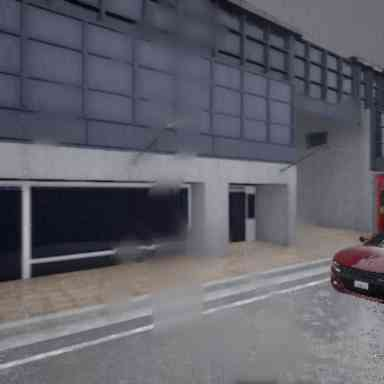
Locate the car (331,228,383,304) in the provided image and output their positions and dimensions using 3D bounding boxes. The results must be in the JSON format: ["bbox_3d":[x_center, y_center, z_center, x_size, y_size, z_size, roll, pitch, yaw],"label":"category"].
[{"bbox_3d":[5.211,1.469,7.646,5.008,1.535,1.882,0,0,-35],"label":"car"}]
